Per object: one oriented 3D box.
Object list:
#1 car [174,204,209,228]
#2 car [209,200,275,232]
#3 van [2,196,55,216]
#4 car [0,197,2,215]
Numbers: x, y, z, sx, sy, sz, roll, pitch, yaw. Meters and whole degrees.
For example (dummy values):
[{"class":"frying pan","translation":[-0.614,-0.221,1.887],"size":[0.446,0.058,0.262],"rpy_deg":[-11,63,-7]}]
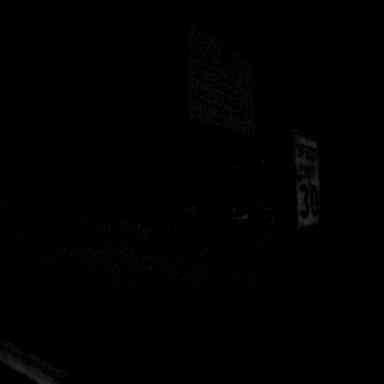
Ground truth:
[{"class":"car","translation":[0.691,1.494,22.030],"size":[2.002,1.452,4.674],"rpy_deg":[0,0,35]},{"class":"car","translation":[3.312,1.325,20.247],"size":[2.185,1.767,4.553],"rpy_deg":[0,0,35]},{"class":"van","translation":[-16.387,1.384,33.901],"size":[1.878,1.987,4.442],"rpy_deg":[-1,-1,35]},{"class":"car","translation":[-18.498,1.656,35.750],"size":[1.946,1.575,5.366],"rpy_deg":[-1,-1,35]}]
